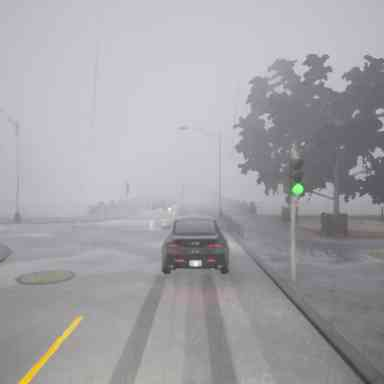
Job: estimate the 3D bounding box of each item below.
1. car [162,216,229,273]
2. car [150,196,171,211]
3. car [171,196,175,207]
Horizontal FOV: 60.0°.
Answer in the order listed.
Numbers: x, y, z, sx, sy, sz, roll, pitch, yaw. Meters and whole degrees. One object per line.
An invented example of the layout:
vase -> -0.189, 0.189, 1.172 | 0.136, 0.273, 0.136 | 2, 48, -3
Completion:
car -> 0.094, 1.526, 10.754 | 1.837, 1.490, 4.892 | 0, 0, 0
car -> -4.084, 1.569, 42.218 | 1.837, 1.490, 4.892 | 0, 0, 0
car -> -4.057, 1.680, 51.611 | 1.895, 1.301, 4.718 | 0, 0, 0
